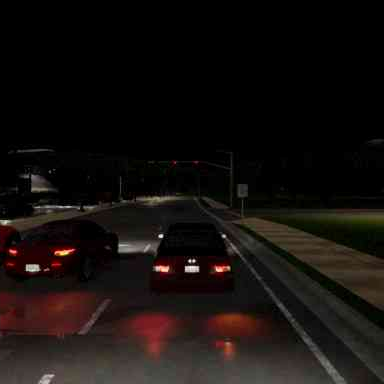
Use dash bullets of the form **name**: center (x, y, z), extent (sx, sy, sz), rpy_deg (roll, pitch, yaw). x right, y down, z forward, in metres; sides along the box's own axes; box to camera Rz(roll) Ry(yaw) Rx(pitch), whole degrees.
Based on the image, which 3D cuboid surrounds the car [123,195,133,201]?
- **car**: center (-16.267, 1.538, 84.058), extent (2.033, 1.411, 5.357), rpy_deg (0, 0, 0)

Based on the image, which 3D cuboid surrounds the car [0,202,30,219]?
- **car**: center (-6.990, 1.352, 9.755), extent (2.097, 1.767, 4.553), rpy_deg (0, 0, 0)

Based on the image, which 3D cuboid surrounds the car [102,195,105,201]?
- **car**: center (-19.771, 1.355, 67.533), extent (2.097, 1.767, 4.553), rpy_deg (0, 0, 0)

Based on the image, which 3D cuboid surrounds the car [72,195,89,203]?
- **car**: center (-23.270, 1.500, 69.458), extent (1.837, 1.490, 4.892), rpy_deg (0, 0, 0)

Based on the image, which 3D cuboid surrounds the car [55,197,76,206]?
- **car**: center (-19.928, 1.564, 53.845), extent (1.994, 1.385, 4.181), rpy_deg (0, 0, 2)

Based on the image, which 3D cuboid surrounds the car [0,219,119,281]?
- **car**: center (-3.496, 1.526, 9.702), extent (1.812, 1.442, 4.674), rpy_deg (0, 0, 1)

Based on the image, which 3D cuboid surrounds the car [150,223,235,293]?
- **car**: center (0.007, 1.547, 8.991), extent (2.033, 1.411, 5.357), rpy_deg (0, 0, 0)

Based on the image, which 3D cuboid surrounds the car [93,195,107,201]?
- **car**: center (-23.267, 1.525, 84.503), extent (2.128, 1.511, 4.902), rpy_deg (0, 0, 0)

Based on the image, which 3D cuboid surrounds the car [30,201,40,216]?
- **car**: center (-15.624, 1.547, 28.921), extent (2.033, 1.411, 5.357), rpy_deg (0, 0, -2)

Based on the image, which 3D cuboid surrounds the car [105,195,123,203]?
- **car**: center (-16.270, 1.540, 68.470), extent (2.033, 1.411, 5.357), rpy_deg (0, 0, 0)

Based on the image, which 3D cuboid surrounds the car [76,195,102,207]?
- **car**: center (-16.328, 1.477, 52.851), extent (1.882, 1.535, 5.008), rpy_deg (0, 0, 0)

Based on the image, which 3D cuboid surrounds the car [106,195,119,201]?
- **car**: center (-19.767, 1.540, 82.728), extent (2.033, 1.411, 5.357), rpy_deg (0, 0, 0)

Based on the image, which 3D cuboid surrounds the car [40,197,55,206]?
- **car**: center (-23.494, 1.526, 54.678), extent (1.812, 1.442, 4.674), rpy_deg (0, 0, 3)
